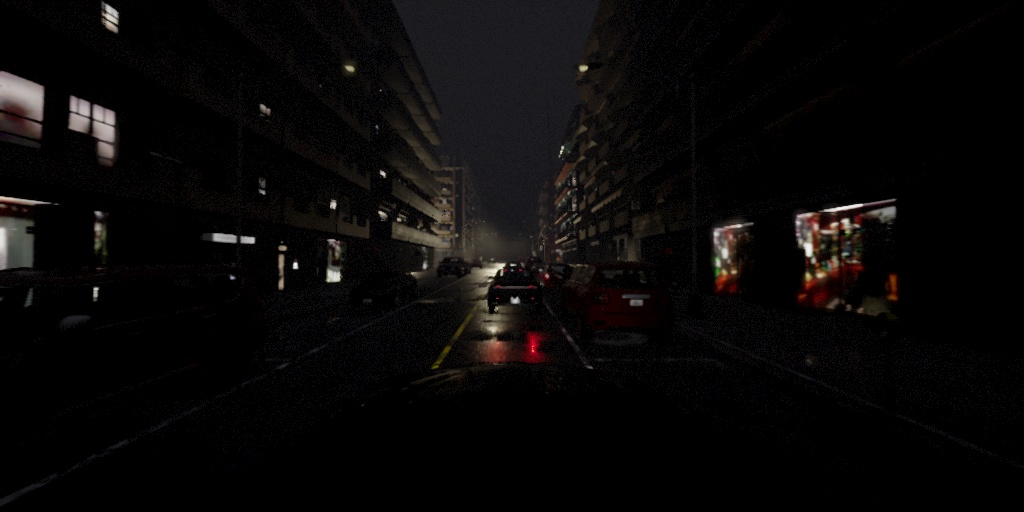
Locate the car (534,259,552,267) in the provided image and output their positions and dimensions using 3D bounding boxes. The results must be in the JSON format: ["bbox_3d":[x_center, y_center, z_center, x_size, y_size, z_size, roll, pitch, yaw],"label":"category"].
[{"bbox_3d":[2.538,1.130,20.820,1.967,1.591,4.097,0,0,0],"label":"car"}]

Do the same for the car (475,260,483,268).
[{"bbox_3d":[-5.304,1.223,54.064,1.802,1.307,4.207,0,0,0],"label":"car"}]

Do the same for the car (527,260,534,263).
[{"bbox_3d":[2.540,1.248,31.883,1.802,1.307,4.207,0,0,0],"label":"car"}]

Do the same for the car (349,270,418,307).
[{"bbox_3d":[-5.312,1.271,15.351,1.948,1.339,4.313,0,0,0],"label":"car"}]

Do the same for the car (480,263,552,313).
[{"bbox_3d":[0.104,1.201,13.750,2.128,1.511,4.902,0,0,0],"label":"car"}]

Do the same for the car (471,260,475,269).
[{"bbox_3d":[-5.307,1.202,37.471,1.888,1.381,4.507,0,0,0],"label":"car"}]

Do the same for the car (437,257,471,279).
[{"bbox_3d":[-5.308,0.980,31.939,2.192,1.841,5.009,0,0,0],"label":"car"}]

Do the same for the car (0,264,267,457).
[{"bbox_3d":[-5.314,1.056,4.289,2.192,1.841,5.009,0,0,0],"label":"car"}]

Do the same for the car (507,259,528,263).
[{"bbox_3d":[0.113,1.213,32.105,2.033,1.411,5.357,0,0,0],"label":"car"}]

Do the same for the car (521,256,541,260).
[{"bbox_3d":[2.542,0.964,42.945,2.192,1.841,5.009,0,0,0],"label":"car"}]

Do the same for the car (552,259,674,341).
[{"bbox_3d":[2.535,1.037,9.758,2.192,1.841,5.009,0,0,0],"label":"car"}]
